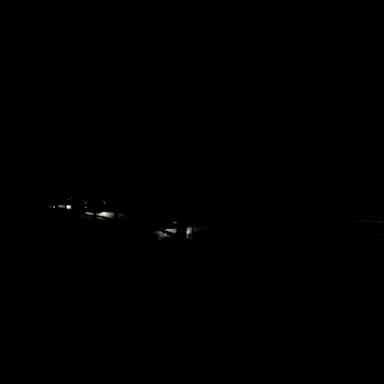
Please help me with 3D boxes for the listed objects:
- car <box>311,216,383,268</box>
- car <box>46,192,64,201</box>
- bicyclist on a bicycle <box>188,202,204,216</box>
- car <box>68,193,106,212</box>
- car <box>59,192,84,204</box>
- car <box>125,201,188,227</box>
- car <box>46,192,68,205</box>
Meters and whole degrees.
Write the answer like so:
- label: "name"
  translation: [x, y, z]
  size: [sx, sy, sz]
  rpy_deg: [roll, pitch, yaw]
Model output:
- label: "car"
  translation: [5.642, 1.461, 9.004]
  size: [2.128, 1.511, 4.902]
  rpy_deg: [1, 1, -35]
- label: "car"
  translation: [-23.118, 0.705, 55.990]
  size: [1.895, 1.301, 4.718]
  rpy_deg: [1, 0, -35]
- label: "bicyclist on a bicycle"
  translation: [0.319, 1.169, 27.261]
  size: [1.656, 1.620, 0.582]
  rpy_deg: [0, 1, -35]
- label: "car"
  translation: [-9.739, 0.868, 31.340]
  size: [2.097, 1.767, 4.553]
  rpy_deg: [1, 0, -34]
- label: "car"
  translation: [-17.262, 0.815, 47.459]
  size: [2.033, 1.411, 5.357]
  rpy_deg: [1, 0, -34]
- label: "car"
  translation: [-2.374, 1.273, 20.644]
  size: [2.033, 1.411, 5.357]
  rpy_deg: [1, 0, -35]
- label: "car"
  translation: [-16.735, 0.821, 41.550]
  size: [1.837, 1.490, 4.892]
  rpy_deg: [1, 1, -34]
